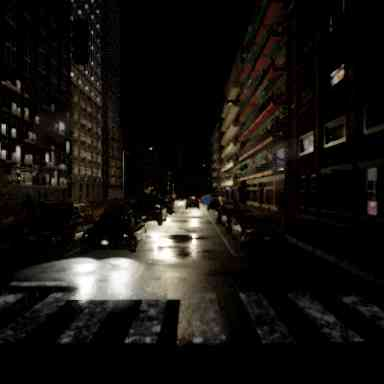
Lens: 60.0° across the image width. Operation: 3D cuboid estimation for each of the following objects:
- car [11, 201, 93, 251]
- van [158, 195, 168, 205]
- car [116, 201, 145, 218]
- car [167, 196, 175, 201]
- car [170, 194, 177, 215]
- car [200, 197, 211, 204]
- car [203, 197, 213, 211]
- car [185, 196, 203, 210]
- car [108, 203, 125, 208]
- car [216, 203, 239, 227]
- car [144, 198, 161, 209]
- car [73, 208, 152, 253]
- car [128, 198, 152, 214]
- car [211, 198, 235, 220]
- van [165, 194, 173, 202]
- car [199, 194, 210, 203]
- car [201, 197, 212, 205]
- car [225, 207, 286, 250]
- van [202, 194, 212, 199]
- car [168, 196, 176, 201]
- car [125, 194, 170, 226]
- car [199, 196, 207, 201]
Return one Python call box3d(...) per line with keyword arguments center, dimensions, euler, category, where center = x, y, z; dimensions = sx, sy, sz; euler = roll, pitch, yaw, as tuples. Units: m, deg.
box3d(center=(-5.666, 1.334, 14.348), dimensions=(2.192, 1.841, 5.009), euler=(0, 0, 0), category="car")
box3d(center=(-5.559, 1.451, 64.097), dimensions=(1.690, 1.788, 3.998), euler=(0, 0, 0), category="van")
box3d(center=(-5.629, 1.609, 30.931), dimensions=(1.947, 1.339, 4.313), euler=(0, 0, 0), category="car")
box3d(center=(-5.511, 1.747, 86.206), dimensions=(1.802, 1.307, 4.206), euler=(0, 0, 0), category="car")
box3d(center=(-2.996, 1.271, 34.713), dimensions=(2.150, 2.045, 5.566), euler=(0, 0, 1), category="car")
box3d(center=(2.834, 1.673, 69.605), dimensions=(2.008, 1.369, 4.403), euler=(0, 0, 0), category="car")
box3d(center=(2.774, 1.629, 41.967), dimensions=(1.947, 1.339, 4.313), euler=(0, 0, 0), category="car")
box3d(center=(0.094, 1.545, 44.219), dimensions=(1.882, 1.535, 5.008), euler=(0, 0, 0), category="car")
box3d(center=(-5.641, 1.579, 25.403), dimensions=(1.887, 1.381, 4.507), euler=(0, 0, 0), category="car")
box3d(center=(2.728, 1.570, 19.856), dimensions=(1.887, 1.381, 4.507), euler=(0, 0, 0), category="car")
box3d(center=(-5.594, 1.600, 47.343), dimensions=(1.752, 1.417, 4.829), euler=(0, 0, 0), category="car")
box3d(center=(-3.055, 1.582, 13.680), dimensions=(1.994, 1.385, 4.181), euler=(0, 0, 1), category="car")
box3d(center=(-5.618, 1.493, 36.459), dimensions=(1.967, 1.590, 4.097), euler=(0, 0, 0), category="car")
box3d(center=(2.739, 1.473, 25.384), dimensions=(1.967, 1.590, 4.097), euler=(0, 0, 0), category="car")
box3d(center=(-5.524, 1.491, 80.679), dimensions=(1.690, 1.788, 3.998), euler=(0, 0, 0), category="van")
box3d(center=(2.843, 1.450, 75.134), dimensions=(2.192, 1.841, 5.009), euler=(0, 0, 0), category="car")
box3d(center=(2.822, 1.654, 64.078), dimensions=(1.887, 1.381, 4.507), euler=(0, 0, 0), category="car")
box3d(center=(2.716, 1.563, 14.329), dimensions=(1.887, 1.381, 4.507), euler=(0, 0, 0), category="car")
box3d(center=(2.809, 1.438, 58.550), dimensions=(1.690, 1.788, 3.998), euler=(0, 0, 0), category="van")
box3d(center=(-5.499, 1.731, 91.735), dimensions=(2.008, 1.369, 4.403), euler=(0, 0, 0), category="car")
box3d(center=(-3.031, 1.254, 23.964), dimensions=(2.150, 2.045, 5.566), euler=(0, 0, 0), category="car")
box3d(center=(2.870, 1.730, 86.188), dimensions=(1.947, 1.339, 4.313), euler=(0, 0, 0), category="car")
